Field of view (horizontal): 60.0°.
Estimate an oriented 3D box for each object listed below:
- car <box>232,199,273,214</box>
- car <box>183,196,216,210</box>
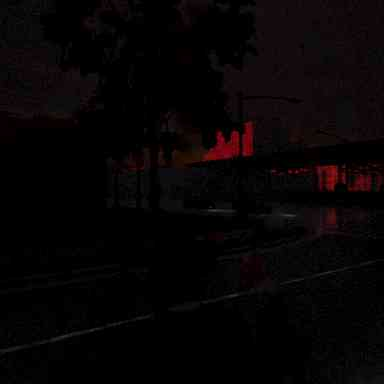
[{"bbox_3d":[6.377,1.478,35.362,1.882,1.535,5.008,0,0,-34],"label":"car"},{"bbox_3d":[0.849,1.547,43.639,2.033,1.411,5.357,0,0,-33],"label":"car"}]
